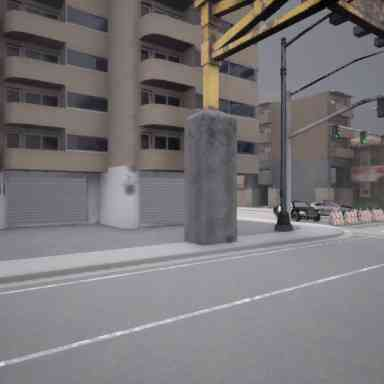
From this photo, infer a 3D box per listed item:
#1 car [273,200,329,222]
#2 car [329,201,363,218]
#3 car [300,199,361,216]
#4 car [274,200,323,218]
[{"bbox_3d":[8.331,1.453,26.398,2.038,1.542,4.974,0,0,-10],"label":"car"},{"bbox_3d":[11.915,1.453,28.533,4.974,1.542,2.038,0,0,35],"label":"car"},{"bbox_3d":[11.872,1.295,28.562,4.536,1.218,1.853,0,0,35],"label":"car"},{"bbox_3d":[8.321,1.295,26.449,1.853,1.218,4.536,0,0,-10],"label":"car"}]
